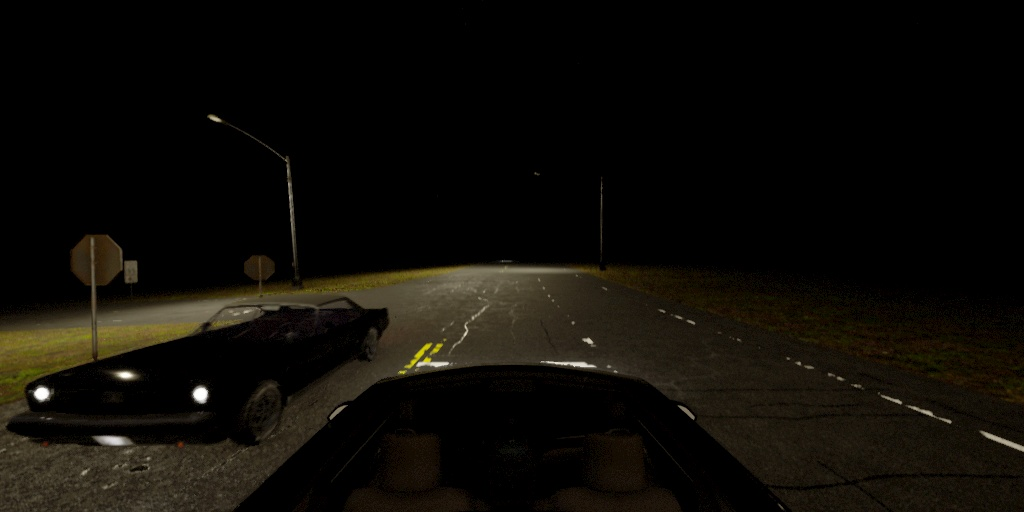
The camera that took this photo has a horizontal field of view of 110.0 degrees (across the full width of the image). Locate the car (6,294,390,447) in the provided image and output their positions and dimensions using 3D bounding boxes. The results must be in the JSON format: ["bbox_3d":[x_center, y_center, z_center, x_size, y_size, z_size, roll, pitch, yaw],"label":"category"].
[{"bbox_3d":[-3.529,1.313,5.382,1.895,1.301,4.718,0,0,0],"label":"car"}]
